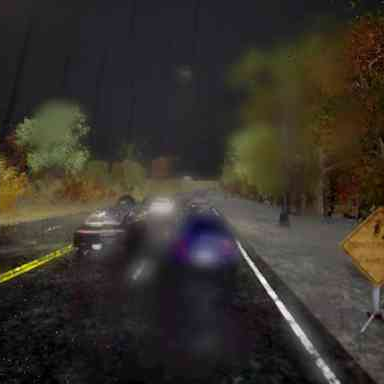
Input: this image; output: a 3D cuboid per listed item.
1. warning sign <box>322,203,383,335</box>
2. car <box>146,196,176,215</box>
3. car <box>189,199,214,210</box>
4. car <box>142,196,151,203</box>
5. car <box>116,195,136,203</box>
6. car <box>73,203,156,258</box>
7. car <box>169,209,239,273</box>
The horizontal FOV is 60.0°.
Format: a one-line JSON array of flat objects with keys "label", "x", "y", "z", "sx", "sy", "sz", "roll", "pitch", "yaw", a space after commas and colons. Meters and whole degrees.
[{"label": "warning sign", "x": 2.993, "y": 1.160, "z": 5.370, "sx": 1.300, "sy": 1.860, "sz": 1.060, "roll": 2, "pitch": 1, "yaw": 1}, {"label": "car", "x": -2.426, "y": 1.348, "z": 28.548, "sx": 1.812, "sy": 1.442, "sz": 4.674, "roll": 1, "pitch": 0, "yaw": 1}, {"label": "car", "x": 0.798, "y": 1.348, "z": 27.534, "sx": 2.128, "sy": 1.511, "sz": 4.902, "roll": 0, "pitch": 0, "yaw": 1}, {"label": "car", "x": -5.409, "y": 1.223, "z": 44.132, "sx": 1.994, "sy": 1.385, "sz": 4.181, "roll": 1, "pitch": 0, "yaw": 2}, {"label": "car", "x": -8.660, "y": 1.124, "z": 44.116, "sx": 1.812, "sy": 1.442, "sz": 4.674, "roll": 1, "pitch": 0, "yaw": 2}, {"label": "car", "x": -2.807, "y": 1.398, "z": 12.331, "sx": 2.128, "sy": 1.511, "sz": 4.902, "roll": 1, "pitch": 0, "yaw": 0}, {"label": "car", "x": 0.374, "y": 1.447, "z": 10.356, "sx": 1.812, "sy": 1.442, "sz": 4.674, "roll": 3, "pitch": -1, "yaw": 1}]
